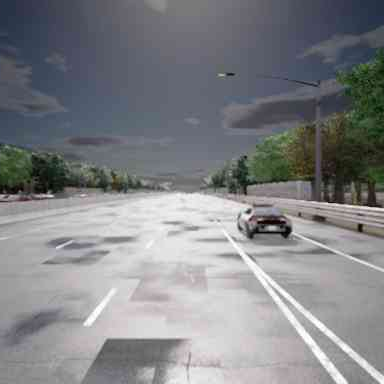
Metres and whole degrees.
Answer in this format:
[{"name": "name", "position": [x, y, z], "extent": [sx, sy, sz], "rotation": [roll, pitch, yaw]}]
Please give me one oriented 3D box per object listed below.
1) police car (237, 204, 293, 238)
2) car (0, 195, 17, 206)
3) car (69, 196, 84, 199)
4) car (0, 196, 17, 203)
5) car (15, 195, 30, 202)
[{"name": "police car", "position": [3.540, 1.406, 17.177], "extent": [2.038, 1.542, 4.974], "rotation": [0, 0, -1]}, {"name": "car", "position": [-28.047, 1.257, 49.289], "extent": [1.812, 1.442, 4.674], "rotation": [0, 0, 1]}, {"name": "car", "position": [-17.552, 1.273, 50.419], "extent": [2.033, 1.411, 5.357], "rotation": [0, 0, 0]}, {"name": "car", "position": [-17.598, 1.367, 28.913], "extent": [1.812, 1.442, 4.674], "rotation": [0, 0, 0]}, {"name": "car", "position": [-24.571, 1.222, 46.622], "extent": [1.882, 1.535, 5.008], "rotation": [0, 0, 0]}]
